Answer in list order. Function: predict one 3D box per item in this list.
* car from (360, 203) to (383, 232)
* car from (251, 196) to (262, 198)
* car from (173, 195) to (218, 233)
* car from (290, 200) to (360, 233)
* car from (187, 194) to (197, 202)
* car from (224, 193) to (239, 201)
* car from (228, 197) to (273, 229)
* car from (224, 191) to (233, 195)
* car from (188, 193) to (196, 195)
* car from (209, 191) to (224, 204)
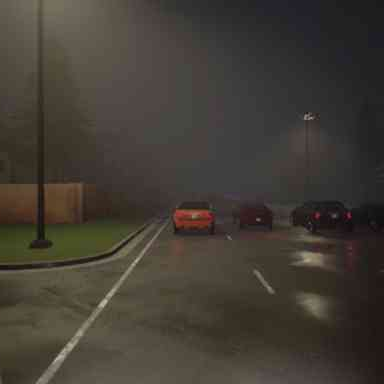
[{"bbox_3d":[10.602,1.373,19.068,1.837,1.490,4.892,0,0,0],"label":"car"},{"bbox_3d":[10.505,1.224,54.545,1.895,1.301,4.718,0,0,0],"label":"car"},{"bbox_3d":[0.102,1.222,18.693,2.097,1.767,4.553,0,0,0],"label":"car"},{"bbox_3d":[7.102,1.222,18.707,2.097,1.767,4.553,0,0,0],"label":"car"},{"bbox_3d":[0.006,1.102,64.518,2.033,1.411,5.357,0,0,0],"label":"car"},{"bbox_3d":[7.005,1.219,55.282,1.895,1.301,4.718,0,0,0],"label":"car"},{"bbox_3d":[3.603,1.335,20.561,1.882,1.535,5.008,0,0,0],"label":"car"},{"bbox_3d":[7.006,0.781,65.376,2.150,2.045,5.566,0,0,0],"label":"car"},{"bbox_3d":[0.005,0.976,54.485,2.097,1.767,4.553,0,0,0],"label":"car"},{"bbox_3d":[3.505,0.976,54.483,2.097,1.767,4.553,0,0,0],"label":"car"}]
